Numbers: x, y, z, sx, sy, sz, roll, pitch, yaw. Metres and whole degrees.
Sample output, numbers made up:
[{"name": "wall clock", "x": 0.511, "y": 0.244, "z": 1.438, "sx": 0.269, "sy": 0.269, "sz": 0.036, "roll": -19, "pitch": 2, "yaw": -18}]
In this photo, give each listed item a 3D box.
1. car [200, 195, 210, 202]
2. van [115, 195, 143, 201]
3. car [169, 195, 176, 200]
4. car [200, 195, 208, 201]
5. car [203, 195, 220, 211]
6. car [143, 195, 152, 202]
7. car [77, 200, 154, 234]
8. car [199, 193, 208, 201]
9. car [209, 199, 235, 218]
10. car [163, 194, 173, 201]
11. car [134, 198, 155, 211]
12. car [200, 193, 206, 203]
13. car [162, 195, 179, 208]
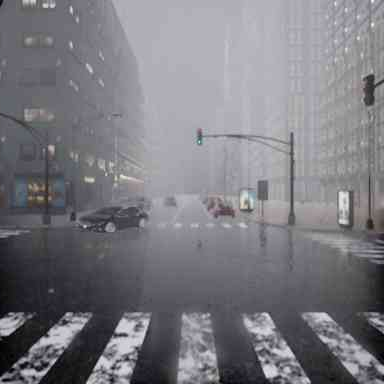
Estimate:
[{"name": "car", "x": 2.782, "y": 1.460, "z": 72.986, "sx": 1.887, "sy": 1.381, "sz": 4.507, "roll": 0, "pitch": 0, "yaw": 0}, {"name": "van", "x": -5.649, "y": 1.299, "z": 28.776, "sx": 1.690, "sy": 1.788, "sz": 3.998, "roll": 0, "pitch": 0, "yaw": 0}, {"name": "car", "x": -5.573, "y": 1.470, "z": 95.107, "sx": 1.947, "sy": 1.339, "sz": 4.313, "roll": 0, "pitch": 0, "yaw": 0}, {"name": "car", "x": 2.789, "y": 1.494, "z": 78.514, "sx": 1.802, "sy": 1.307, "sz": 4.206, "roll": 0, "pitch": 0, "yaw": 0}, {"name": "car", "x": 2.745, "y": 1.384, "z": 39.821, "sx": 1.967, "sy": 1.590, "sz": 4.097, "roll": 0, "pitch": 0, "yaw": 0}, {"name": "car", "x": -5.642, "y": 1.266, "z": 34.303, "sx": 2.192, "sy": 1.841, "sz": 5.009, "roll": 0, "pitch": 0, "yaw": 0}, {"name": "car", "x": -4.364, "y": 1.512, "z": 19.158, "sx": 1.837, "sy": 1.490, "sz": 4.892, "roll": 5, "pitch": 2, "yaw": 27}, {"name": "car", "x": 2.797, "y": 1.223, "z": 84.041, "sx": 2.192, "sy": 1.841, "sz": 5.009, "roll": 0, "pitch": 0, "yaw": 0}, {"name": "car", "x": 2.731, "y": 1.540, "z": 28.765, "sx": 1.802, "sy": 1.307, "sz": 4.206, "roll": 0, "pitch": 0, "yaw": 0}, {"name": "car", "x": -5.591, "y": 1.352, "z": 78.524, "sx": 1.967, "sy": 1.590, "sz": 4.097, "roll": 0, "pitch": 0, "yaw": 0}, {"name": "car", "x": -5.637, "y": 1.489, "z": 39.832, "sx": 1.887, "sy": 1.381, "sz": 4.507, "roll": 0, "pitch": 0, "yaw": 0}, {"name": "car", "x": 2.764, "y": 1.367, "z": 56.403, "sx": 1.967, "sy": 1.590, "sz": 4.097, "roll": 0, "pitch": 0, "yaw": 0}, {"name": "car", "x": -2.947, "y": 1.445, "z": 45.978, "sx": 1.837, "sy": 1.490, "sz": 4.892, "roll": 0, "pitch": 0, "yaw": 0}]
